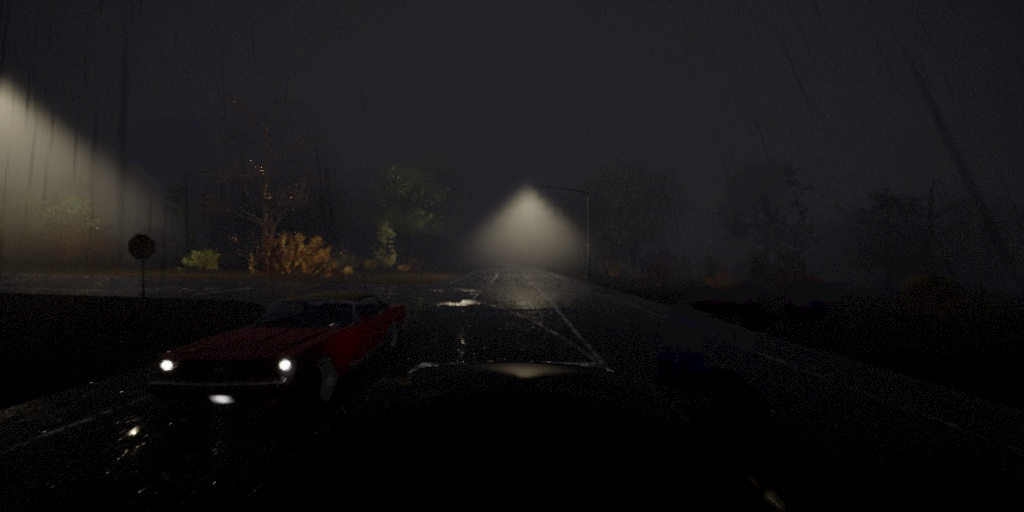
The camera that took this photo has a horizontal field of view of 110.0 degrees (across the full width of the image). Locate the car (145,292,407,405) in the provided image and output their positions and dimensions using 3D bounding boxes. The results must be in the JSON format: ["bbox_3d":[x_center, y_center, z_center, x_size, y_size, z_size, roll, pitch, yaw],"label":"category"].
[{"bbox_3d":[-3.500,1.395,6.523,1.895,1.301,4.718,0,1,0],"label":"car"}]
